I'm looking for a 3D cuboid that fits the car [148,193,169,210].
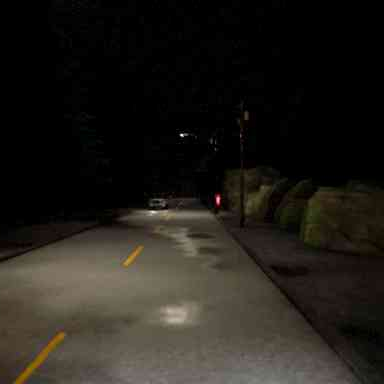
[{"bbox_3d":[-4.061,1.142,41.355,2.150,2.045,5.566,0,0,0],"label":"car"}]
